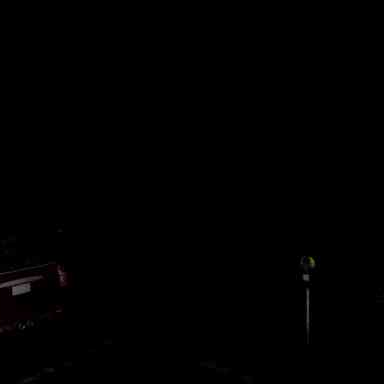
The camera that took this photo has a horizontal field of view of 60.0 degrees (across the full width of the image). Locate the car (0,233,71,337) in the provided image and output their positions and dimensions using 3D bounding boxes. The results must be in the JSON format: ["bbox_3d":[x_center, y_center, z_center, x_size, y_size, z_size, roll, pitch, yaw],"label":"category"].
[{"bbox_3d":[-4.064,1.440,5.975,4.097,1.590,1.967,0,0,36],"label":"car"}]
